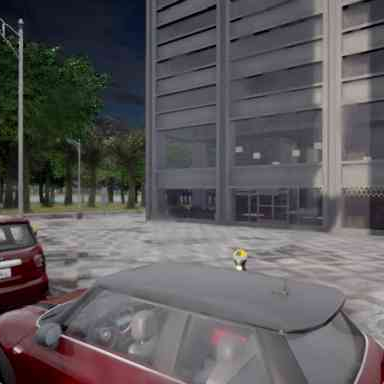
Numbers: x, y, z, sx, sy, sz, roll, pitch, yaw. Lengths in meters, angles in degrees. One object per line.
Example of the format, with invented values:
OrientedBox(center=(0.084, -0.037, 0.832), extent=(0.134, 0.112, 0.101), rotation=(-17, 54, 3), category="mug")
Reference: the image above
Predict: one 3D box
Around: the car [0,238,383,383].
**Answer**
OrientedBox(center=(-0.371, 1.439, 3.227), extent=(4.097, 1.590, 1.967), rotation=(0, 0, 35), category="car")

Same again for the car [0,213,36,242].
OrientedBox(center=(-4.799, 1.312, 6.382), extent=(5.009, 1.841, 2.192), rotation=(0, 0, 35), category="car")
